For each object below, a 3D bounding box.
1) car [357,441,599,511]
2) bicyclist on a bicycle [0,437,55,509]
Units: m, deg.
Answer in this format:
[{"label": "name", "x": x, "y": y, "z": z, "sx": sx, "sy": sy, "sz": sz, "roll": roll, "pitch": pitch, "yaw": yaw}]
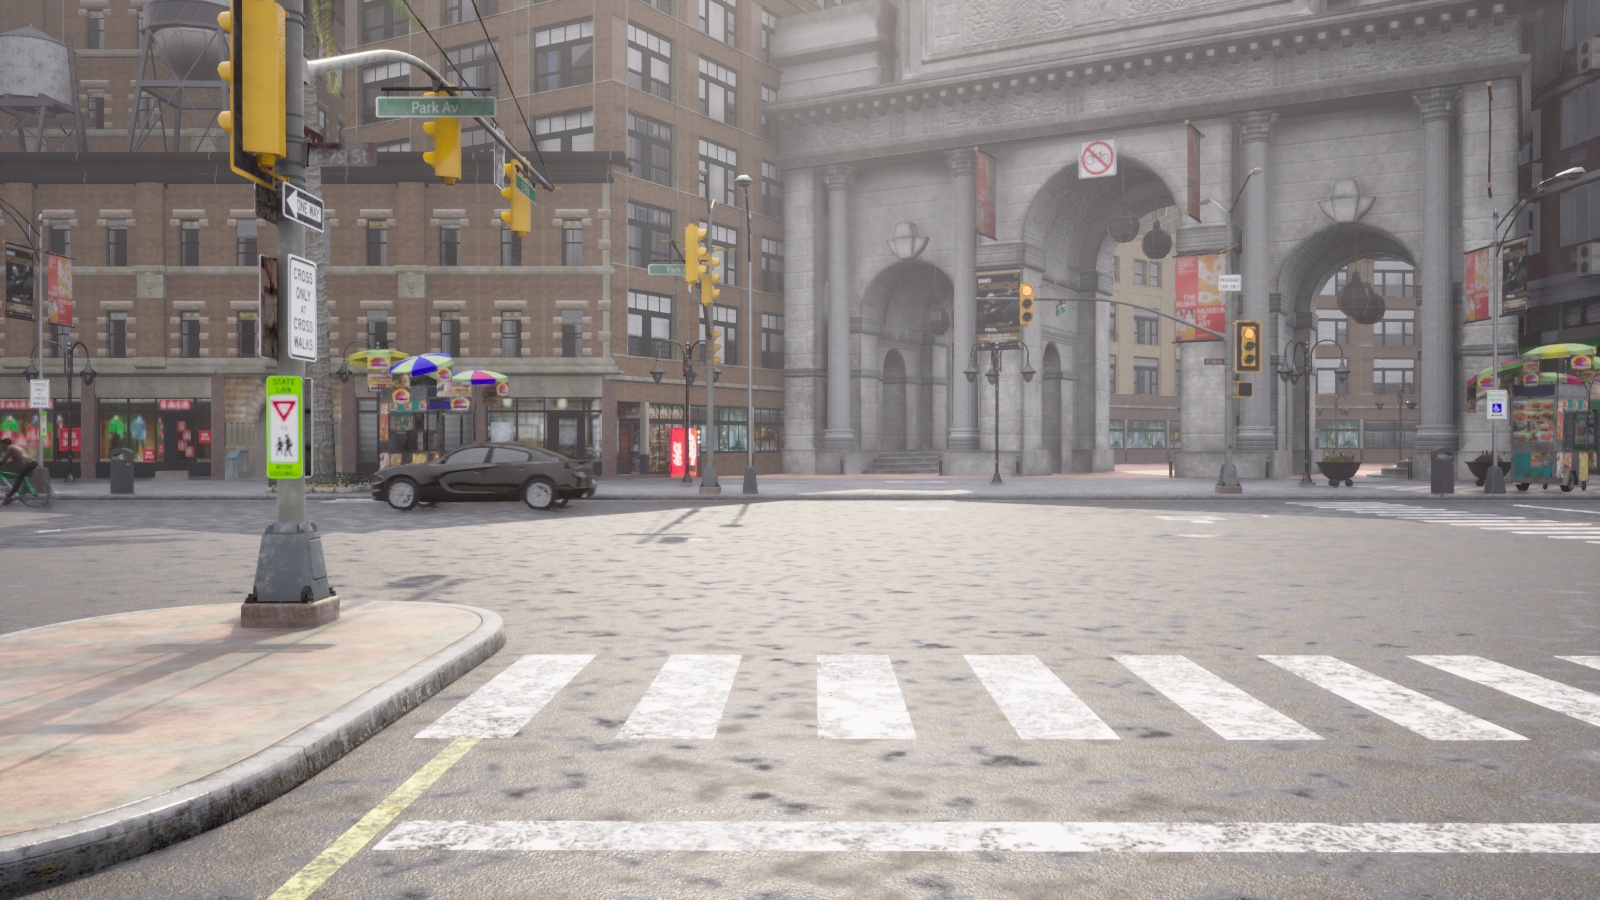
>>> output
[{"label": "car", "x": -7.219, "y": 0.557, "z": 28.516, "sx": 5.008, "sy": 1.535, "sz": 1.882, "roll": 0, "pitch": 0, "yaw": 1}, {"label": "bicyclist on a bicycle", "x": -18.019, "y": 0.523, "z": 28.669, "sx": 1.656, "sy": 1.620, "sz": 0.582, "roll": 0, "pitch": 0, "yaw": 1}]
